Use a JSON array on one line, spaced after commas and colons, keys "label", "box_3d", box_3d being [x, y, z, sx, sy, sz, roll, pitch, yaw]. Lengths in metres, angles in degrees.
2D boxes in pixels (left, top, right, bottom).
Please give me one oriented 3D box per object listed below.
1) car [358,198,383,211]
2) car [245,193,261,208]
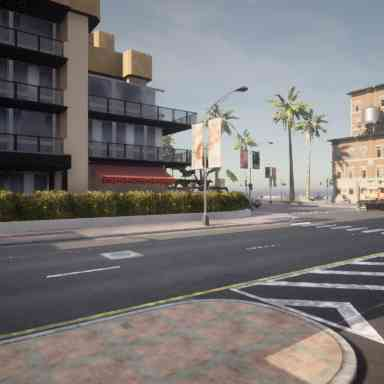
[{"label": "car", "box_3d": [22.275, 1.505, 39.390, 1.837, 1.490, 4.892, 0, 0, -35]}, {"label": "car", "box_3d": [7.430, 1.221, 48.080, 2.150, 2.045, 5.566, 0, 0, -35]}]
